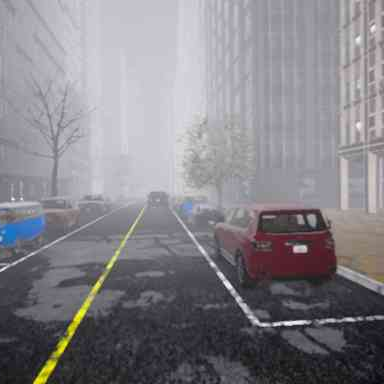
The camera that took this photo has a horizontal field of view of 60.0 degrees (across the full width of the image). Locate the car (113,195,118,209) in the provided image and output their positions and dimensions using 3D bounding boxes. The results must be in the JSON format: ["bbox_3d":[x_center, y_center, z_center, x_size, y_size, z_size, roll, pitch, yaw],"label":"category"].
[{"bbox_3d":[-9.382,1.162,35.376,1.967,1.590,4.097,-1,1,-6],"label":"car"}]

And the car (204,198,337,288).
[{"bbox_3d":[1.873,1.179,8.911,2.192,1.841,5.009,-1,1,-6],"label":"car"}]

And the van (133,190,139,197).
[{"bbox_3d":[-15.445,0.440,92.027,1.690,1.788,3.998,-1,1,-6],"label":"van"}]

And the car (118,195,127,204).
[{"bbox_3d":[-11.197,1.122,52.373,1.802,1.307,4.206,-1,1,-6],"label":"car"}]

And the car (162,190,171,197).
[{"bbox_3d":[-7.112,0.268,92.912,2.192,1.841,5.009,-1,1,-6],"label":"car"}]

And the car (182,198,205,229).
[{"bbox_3d":[0.771,1.307,19.265,2.008,1.369,4.403,-1,1,-6],"label":"car"}]

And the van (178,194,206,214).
[{"bbox_3d":[0.160,1.038,24.927,1.690,1.788,3.998,-1,1,-6],"label":"van"}]

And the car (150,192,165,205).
[{"bbox_3d":[-4.912,0.851,47.379,2.097,1.767,4.553,-1,1,-6],"label":"car"}]

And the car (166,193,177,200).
[{"bbox_3d":[-4.077,0.837,64.588,1.947,1.339,4.313,-1,1,-6],"label":"car"}]

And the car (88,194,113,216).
[{"bbox_3d":[-8.779,1.097,29.709,2.192,1.841,5.009,-1,1,-6],"label":"car"}]

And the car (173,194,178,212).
[{"bbox_3d":[-0.440,1.203,30.596,1.947,1.339,4.313,-1,1,-6],"label":"car"}]

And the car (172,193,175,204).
[{"bbox_3d":[-1.065,1.100,36.430,1.752,1.417,4.829,-1,1,-6],"label":"car"}]

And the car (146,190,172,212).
[{"bbox_3d":[-3.499,0.863,34.290,2.150,2.045,5.566,-1,1,-6],"label":"car"}]

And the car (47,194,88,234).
[{"bbox_3d":[-7.567,1.217,18.378,2.192,1.841,5.009,-1,1,-6],"label":"car"}]

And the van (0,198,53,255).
[{"bbox_3d":[-6.961,1.302,12.714,1.690,1.788,3.998,-1,1,-6],"label":"van"}]

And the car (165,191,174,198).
[{"bbox_3d":[-5.382,0.576,79.725,1.882,1.535,5.008,-1,1,-6],"label":"car"}]
